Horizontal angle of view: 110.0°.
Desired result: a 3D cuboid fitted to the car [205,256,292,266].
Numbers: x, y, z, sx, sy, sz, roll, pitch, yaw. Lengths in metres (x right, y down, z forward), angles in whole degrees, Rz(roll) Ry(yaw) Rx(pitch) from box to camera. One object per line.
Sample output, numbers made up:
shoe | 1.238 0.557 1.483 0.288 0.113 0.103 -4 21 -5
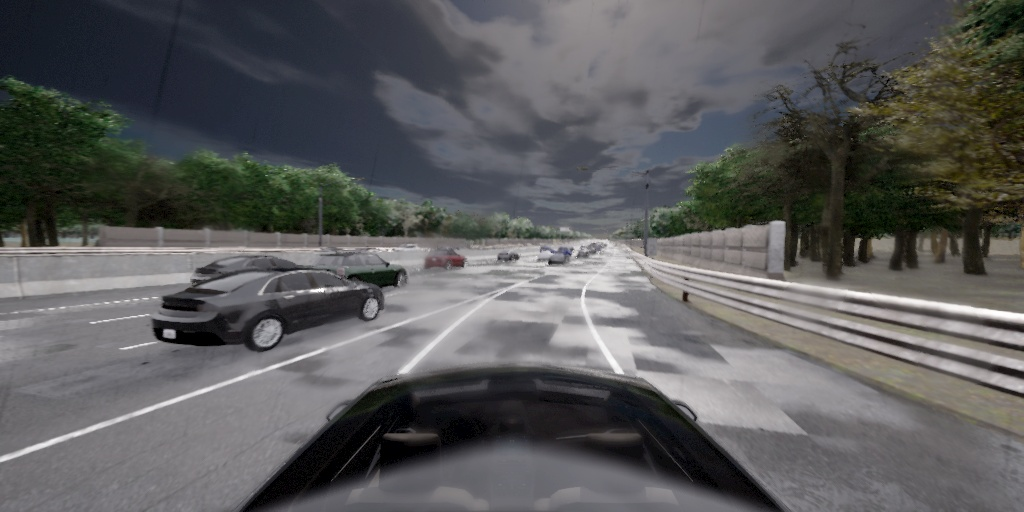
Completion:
car | -10.262 0.734 14.915 1.837 1.490 4.892 1 2 17

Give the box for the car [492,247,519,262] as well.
car | -0.433 0.011 46.206 2.128 1.511 4.902 1 2 17

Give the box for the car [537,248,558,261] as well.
car | 5.050 -0.029 52.070 1.812 1.442 4.674 1 2 17

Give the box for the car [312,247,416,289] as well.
car | -6.447 0.631 15.374 2.097 1.767 4.553 1 2 17

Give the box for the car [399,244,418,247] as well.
car | -17.908 -0.949 60.740 2.150 2.045 5.566 1 2 18

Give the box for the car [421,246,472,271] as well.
car | -5.469 0.237 30.120 2.097 1.767 4.553 1 2 17

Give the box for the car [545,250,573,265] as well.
car | 5.547 0.301 41.882 1.994 1.385 4.181 1 2 17

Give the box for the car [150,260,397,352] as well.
car | -5.004 1.003 8.304 1.837 1.490 4.892 1 2 17

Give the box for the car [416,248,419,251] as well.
car | -12.791 0.035 42.093 1.895 1.301 4.718 1 2 18

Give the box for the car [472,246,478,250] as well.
car | -7.822 -0.448 57.898 1.882 1.535 5.008 1 2 18
